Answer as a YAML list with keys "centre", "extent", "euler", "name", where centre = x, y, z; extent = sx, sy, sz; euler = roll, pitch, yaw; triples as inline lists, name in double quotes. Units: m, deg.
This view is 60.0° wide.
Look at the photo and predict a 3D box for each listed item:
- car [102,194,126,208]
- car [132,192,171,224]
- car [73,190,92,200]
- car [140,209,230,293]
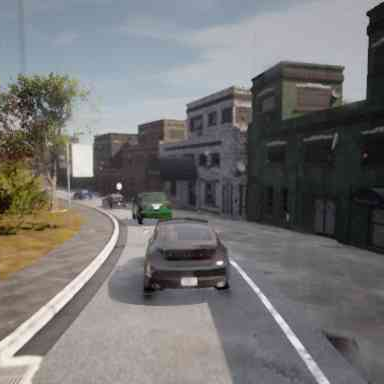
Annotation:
- centre: [-8.872, 0.954, 37.644]
  extent: [1.837, 1.490, 4.892]
  euler: [-2, 2, -27]
  name: "car"
- centre: [-2.865, 1.014, 23.037]
  extent: [2.150, 2.045, 5.566]
  euler: [-1, 1, -15]
  name: "car"
- centre: [-16.289, 0.355, 49.651]
  extent: [1.812, 1.442, 4.674]
  euler: [-3, 4, -33]
  name: "car"
- centre: [-0.240, 1.420, 8.709]
  extent: [1.837, 1.490, 4.892]
  euler: [0, 1, -5]
  name: "car"
